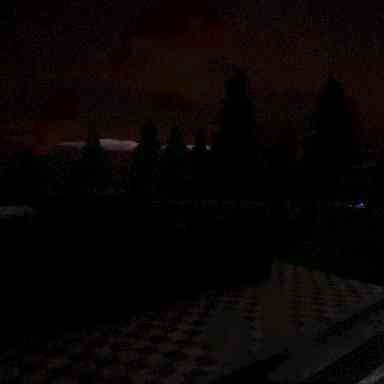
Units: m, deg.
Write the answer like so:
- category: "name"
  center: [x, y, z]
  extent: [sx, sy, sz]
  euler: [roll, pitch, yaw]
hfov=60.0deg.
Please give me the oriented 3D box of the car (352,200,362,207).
- category: "car"
  center: [35.333, 2.355, 70.509]
  extent: [1.812, 1.442, 4.674]
  euler: [0, -1, 12]

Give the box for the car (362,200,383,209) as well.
- category: "car"
  center: [33.136, 2.302, 60.386]
  extent: [2.128, 1.511, 4.902]
  euler: [0, -1, 12]
